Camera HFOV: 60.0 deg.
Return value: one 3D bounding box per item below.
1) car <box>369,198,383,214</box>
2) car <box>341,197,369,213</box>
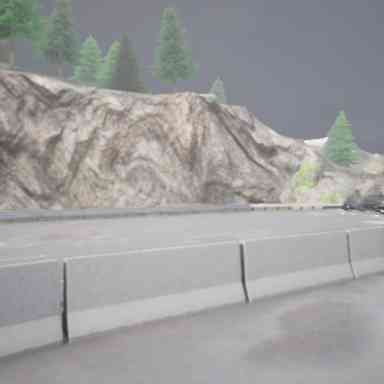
[{"bbox_3d":[18.719,1.243,29.471,5.357,1.411,2.033,0,1,-22],"label":"car"},{"bbox_3d":[16.661,1.229,32.391,4.181,1.385,1.994,0,1,-23],"label":"car"}]
